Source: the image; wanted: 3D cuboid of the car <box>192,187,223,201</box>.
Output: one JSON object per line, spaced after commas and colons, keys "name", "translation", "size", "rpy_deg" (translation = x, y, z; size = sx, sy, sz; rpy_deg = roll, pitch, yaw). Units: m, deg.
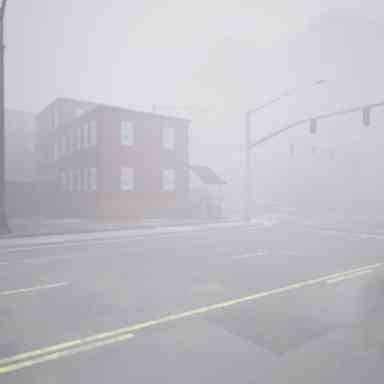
{"name": "car", "translation": [1.587, 0.093, 41.491], "size": [2.033, 1.411, 5.357], "rpy_deg": [0, 9, -35]}
